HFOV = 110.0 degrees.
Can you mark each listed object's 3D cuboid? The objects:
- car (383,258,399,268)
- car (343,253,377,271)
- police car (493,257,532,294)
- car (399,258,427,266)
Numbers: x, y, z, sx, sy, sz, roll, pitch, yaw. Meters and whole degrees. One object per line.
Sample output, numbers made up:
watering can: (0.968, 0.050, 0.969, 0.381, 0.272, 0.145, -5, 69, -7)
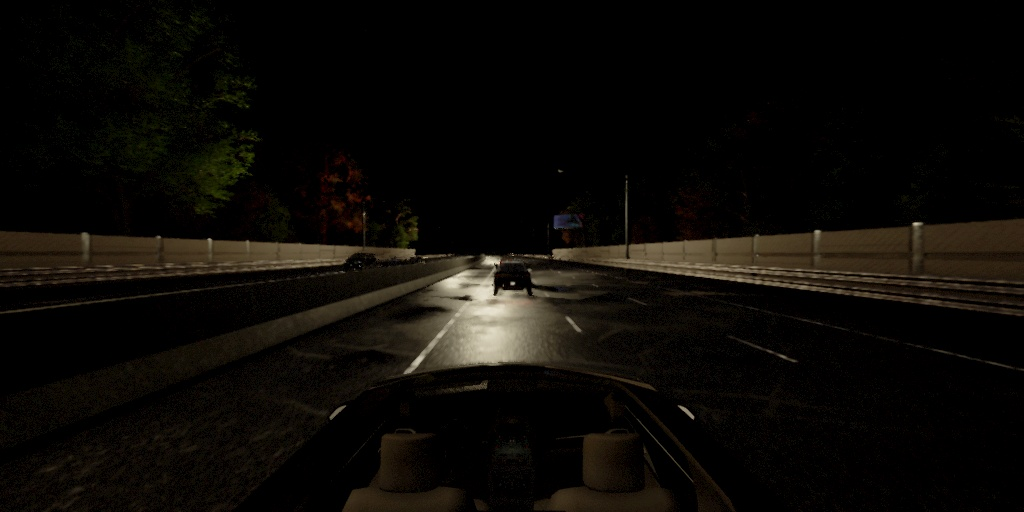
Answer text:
car: (-14.575, 0.979, 44.697, 1.994, 1.385, 4.181, 0, 0, -1)
car: (-18.044, 0.654, 42.877, 2.150, 2.045, 5.566, 0, 0, -1)
police car: (0.012, 1.035, 19.046, 1.930, 1.638, 5.238, 0, 0, 0)
car: (-11.008, 0.946, 41.055, 1.837, 1.490, 4.892, 0, 0, -1)
